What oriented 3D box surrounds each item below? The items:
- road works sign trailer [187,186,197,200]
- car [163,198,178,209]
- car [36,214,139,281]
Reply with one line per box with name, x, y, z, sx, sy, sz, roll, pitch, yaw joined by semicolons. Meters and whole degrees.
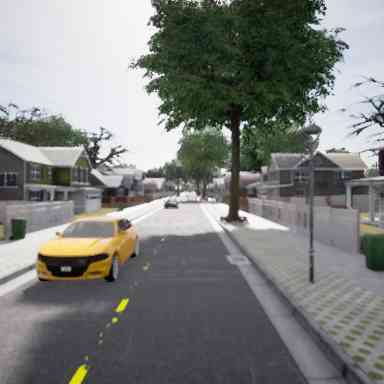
road works sign trailer;0.027;0.276;82.233;2.380;3.560;2.880;0;0;0
car;-2.815;1.504;45.426;2.033;1.411;5.357;0;0;0
car;-2.829;1.471;10.004;1.882;1.535;5.008;0;0;0
